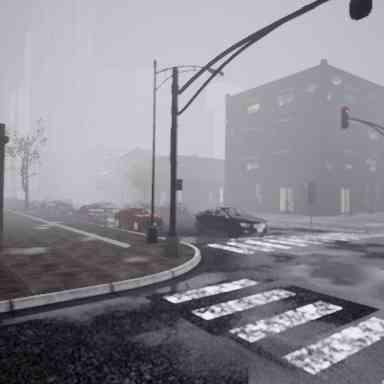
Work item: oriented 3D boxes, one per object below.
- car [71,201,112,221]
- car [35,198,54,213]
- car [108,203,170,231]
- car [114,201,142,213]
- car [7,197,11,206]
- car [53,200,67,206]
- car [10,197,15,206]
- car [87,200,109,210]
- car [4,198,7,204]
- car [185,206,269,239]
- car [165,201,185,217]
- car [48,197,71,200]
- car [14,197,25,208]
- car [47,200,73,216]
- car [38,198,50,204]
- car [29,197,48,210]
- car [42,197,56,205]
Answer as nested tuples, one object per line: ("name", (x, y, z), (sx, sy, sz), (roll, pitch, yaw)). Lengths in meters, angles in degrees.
("car", (-8.547, 1.721, 28.232), (1.802, 1.307, 4.206), (1, -1, -35))
("car", (-18.002, 1.834, 41.811), (2.008, 1.369, 4.403), (1, -1, -35))
("car", (-3.390, 1.607, 20.855), (1.887, 1.381, 4.507), (1, -1, -35))
("car", (-8.299, 1.949, 42.946), (2.008, 1.369, 4.403), (1, -1, -35))
("car", (-35.229, 2.122, 66.635), (1.947, 1.339, 4.313), (1, -1, -35))
("car", (-28.359, 2.290, 71.433), (1.802, 1.307, 4.206), (1, -1, -35))
("car", (-32.059, 2.072, 62.100), (1.947, 1.339, 4.313), (1, -1, -35))
("car", (-14.779, 2.022, 52.124), (1.752, 1.417, 4.829), (1, -1, -35))
("car", (-38.398, 1.922, 71.173), (2.192, 1.841, 5.009), (1, -1, -35))
("car", (1.932, 1.551, 17.647), (2.128, 1.511, 4.902), (1, -1, -31))
("car", (-2.096, 1.745, 34.083), (1.967, 1.590, 4.097), (1, -1, -35))
("car", (-19.990, 1.934, 49.540), (1.837, 1.490, 4.892), (1, -1, -35))
("car", (-29.071, 2.004, 57.813), (1.887, 1.381, 4.507), (1, -1, -35))
("car", (-13.703, 1.783, 35.610), (1.947, 1.339, 4.313), (1, -1, -35))
("car", (-37.965, 2.386, 85.178), (1.752, 1.417, 4.829), (1, -1, -35))
("car", (-22.678, 1.883, 48.573), (1.752, 1.417, 4.829), (1, -1, -35))
("car", (-34.697, 2.123, 80.506), (2.192, 1.841, 5.009), (1, -1, -35))
